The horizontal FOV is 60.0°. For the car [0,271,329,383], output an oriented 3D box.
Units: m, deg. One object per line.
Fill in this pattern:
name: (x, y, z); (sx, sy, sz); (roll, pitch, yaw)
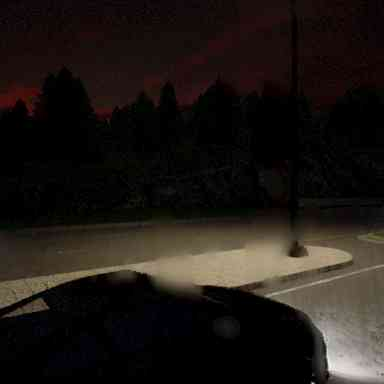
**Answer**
car: (-0.499, 1.563, 3.390); (4.181, 1.385, 1.994); (0, 0, -36)
